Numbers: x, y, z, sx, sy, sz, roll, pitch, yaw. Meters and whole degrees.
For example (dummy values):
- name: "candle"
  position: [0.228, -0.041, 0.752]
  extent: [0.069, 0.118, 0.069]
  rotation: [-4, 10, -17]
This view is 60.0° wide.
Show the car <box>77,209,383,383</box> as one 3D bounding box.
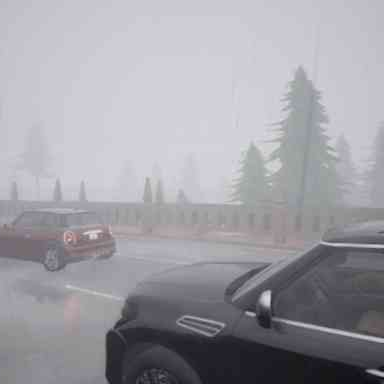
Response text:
- name: "car"
  position: [1.783, 1.208, 2.582]
  extent: [5.566, 2.045, 2.150]
  rotation: [0, 0, 35]

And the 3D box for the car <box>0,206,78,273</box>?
- name: "car"
  position: [-4.709, 1.308, 10.741]
  extent: [4.553, 1.767, 2.097]
  rotation: [0, 0, 30]
